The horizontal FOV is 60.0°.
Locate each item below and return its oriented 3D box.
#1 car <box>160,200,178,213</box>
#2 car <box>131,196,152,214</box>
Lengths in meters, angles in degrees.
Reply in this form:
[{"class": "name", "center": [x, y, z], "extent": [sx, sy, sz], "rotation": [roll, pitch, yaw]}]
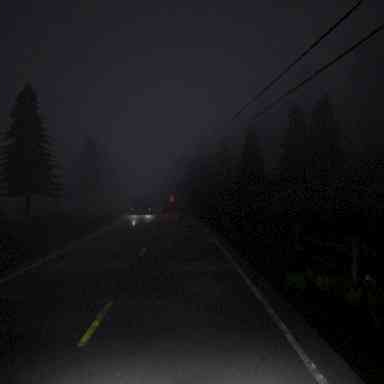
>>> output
[{"class": "car", "center": [-2.878, 1.782, 41.781], "extent": [2.128, 1.511, 4.902], "rotation": [0, -1, -8]}, {"class": "car", "center": [-5.936, 1.497, 39.176], "extent": [2.150, 2.045, 5.566], "rotation": [0, 0, -7]}]
